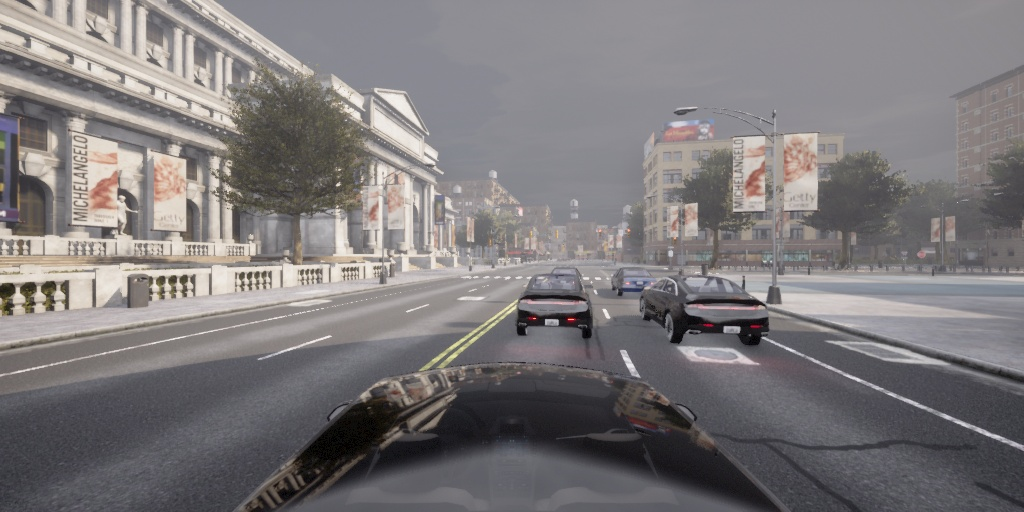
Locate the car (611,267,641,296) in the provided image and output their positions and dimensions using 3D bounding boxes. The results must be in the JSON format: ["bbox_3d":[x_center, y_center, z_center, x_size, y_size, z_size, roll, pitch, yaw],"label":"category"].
[{"bbox_3d":[6.386,1.297,19.080,2.033,1.411,5.357,0,0,11],"label":"car"}]

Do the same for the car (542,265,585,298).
[{"bbox_3d":[2.937,1.297,19.724,2.033,1.411,5.357,0,0,11],"label":"car"}]

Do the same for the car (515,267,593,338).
[{"bbox_3d":[1.265,1.242,10.248,2.128,1.511,4.902,0,0,9],"label":"car"}]

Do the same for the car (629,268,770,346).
[{"bbox_3d":[4.701,1.241,9.474,2.128,1.511,4.902,0,0,9],"label":"car"}]
